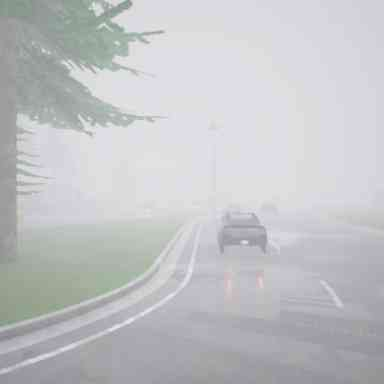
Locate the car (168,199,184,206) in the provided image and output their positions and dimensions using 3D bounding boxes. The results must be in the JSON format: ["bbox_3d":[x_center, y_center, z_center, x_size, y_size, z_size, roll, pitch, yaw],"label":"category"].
[{"bbox_3d":[-3.065,2.074,65.443,1.895,1.301,4.718,0,0,16],"label":"car"}]

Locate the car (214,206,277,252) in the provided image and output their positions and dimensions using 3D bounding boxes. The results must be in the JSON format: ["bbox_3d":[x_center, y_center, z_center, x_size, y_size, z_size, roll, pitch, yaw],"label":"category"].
[{"bbox_3d":[2.049,1.609,14.458,2.128,1.511,4.902,0,0,3],"label":"car"}]

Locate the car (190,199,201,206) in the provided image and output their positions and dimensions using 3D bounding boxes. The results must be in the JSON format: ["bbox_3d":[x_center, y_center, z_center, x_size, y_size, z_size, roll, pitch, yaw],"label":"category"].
[{"bbox_3d":[0.987,2.067,66.942,1.994,1.385,4.181,0,-1,16],"label":"car"}]

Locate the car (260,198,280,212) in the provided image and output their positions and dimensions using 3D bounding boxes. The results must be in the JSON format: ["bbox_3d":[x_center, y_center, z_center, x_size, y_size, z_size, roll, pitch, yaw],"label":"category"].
[{"bbox_3d":[8.995,1.836,38.871,1.837,1.490,4.892,0,0,14],"label":"car"}]

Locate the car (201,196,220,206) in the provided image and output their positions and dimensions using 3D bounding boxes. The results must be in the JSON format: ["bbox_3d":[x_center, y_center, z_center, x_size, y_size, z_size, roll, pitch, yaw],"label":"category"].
[{"bbox_3d":[3.876,1.719,64.331,2.150,2.045,5.566,0,-1,16],"label":"car"}]

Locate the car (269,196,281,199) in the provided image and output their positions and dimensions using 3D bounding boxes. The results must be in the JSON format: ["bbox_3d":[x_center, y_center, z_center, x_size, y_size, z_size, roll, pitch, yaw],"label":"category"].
[{"bbox_3d":[15.568,1.762,62.912,2.150,2.045,5.566,0,0,16],"label":"car"}]

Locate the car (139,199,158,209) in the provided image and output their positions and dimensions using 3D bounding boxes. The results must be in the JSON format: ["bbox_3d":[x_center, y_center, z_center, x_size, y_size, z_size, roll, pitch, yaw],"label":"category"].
[{"bbox_3d":[-6.752,1.884,52.384,1.812,1.442,4.674,0,0,15],"label":"car"}]

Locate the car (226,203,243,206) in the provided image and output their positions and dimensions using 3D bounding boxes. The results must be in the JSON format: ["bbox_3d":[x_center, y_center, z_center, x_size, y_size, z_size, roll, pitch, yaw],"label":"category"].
[{"bbox_3d":[4.502,1.846,35.237,1.994,1.385,4.181,0,-1,12],"label":"car"}]

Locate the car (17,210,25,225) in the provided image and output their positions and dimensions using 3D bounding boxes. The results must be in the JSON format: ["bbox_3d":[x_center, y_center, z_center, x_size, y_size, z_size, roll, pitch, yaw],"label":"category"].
[{"bbox_3d":[-12.912,1.570,20.350,1.882,1.535,5.008,0,-1,31],"label":"car"}]
